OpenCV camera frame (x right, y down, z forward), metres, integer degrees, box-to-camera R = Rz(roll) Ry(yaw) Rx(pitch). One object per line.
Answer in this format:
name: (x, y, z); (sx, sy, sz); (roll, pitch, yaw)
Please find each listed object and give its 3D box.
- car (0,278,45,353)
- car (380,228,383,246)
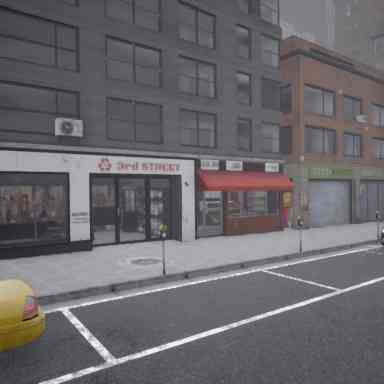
car: (-4.275, 1.526, 3.614); (4.829, 1.417, 1.752); (0, -1, -36)
car: (9.306, 1.439, 13.307); (4.097, 1.590, 1.967); (0, -1, -36)
